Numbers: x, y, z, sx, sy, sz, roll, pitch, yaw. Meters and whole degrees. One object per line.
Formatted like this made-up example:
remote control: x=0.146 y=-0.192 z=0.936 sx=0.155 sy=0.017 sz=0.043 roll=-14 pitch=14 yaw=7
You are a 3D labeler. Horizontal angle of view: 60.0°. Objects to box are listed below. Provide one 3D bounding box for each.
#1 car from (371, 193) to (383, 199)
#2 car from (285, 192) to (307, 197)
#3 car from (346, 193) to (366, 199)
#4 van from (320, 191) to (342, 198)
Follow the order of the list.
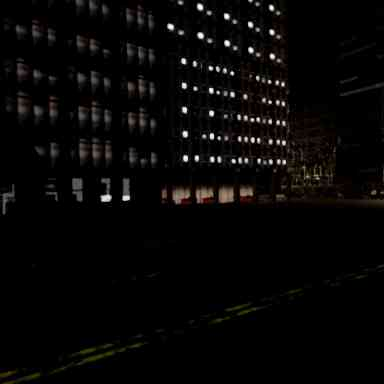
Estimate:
car: x=38.616 y=0.868 z=67.549 sx=1.802 sy=1.307 sz=4.206 roll=-1 pitch=1 yaw=-34
car: x=26.368 y=0.748 z=85.867 sx=1.752 sy=1.417 sz=4.829 roll=-1 pitch=1 yaw=-34
car: x=35.531 y=0.853 z=72.164 sx=1.802 sy=1.307 sz=4.206 roll=-1 pitch=1 yaw=-34
van: x=32.441 y=0.597 z=76.775 sx=1.690 sy=1.788 sz=3.998 roll=-1 pitch=1 yaw=-34
